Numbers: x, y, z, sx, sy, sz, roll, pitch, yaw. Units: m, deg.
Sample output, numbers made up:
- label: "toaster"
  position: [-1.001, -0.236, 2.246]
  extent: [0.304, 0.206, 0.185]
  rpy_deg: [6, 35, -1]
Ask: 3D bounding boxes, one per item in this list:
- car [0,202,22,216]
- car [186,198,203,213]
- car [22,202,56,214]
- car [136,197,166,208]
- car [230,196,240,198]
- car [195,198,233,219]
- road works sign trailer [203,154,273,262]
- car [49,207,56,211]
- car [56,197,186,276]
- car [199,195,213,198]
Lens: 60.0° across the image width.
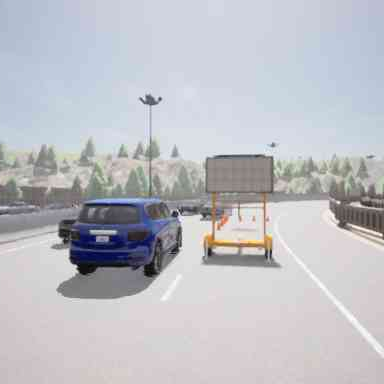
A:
- label: "car"
  position: [-15.976, 1.548, 29.431]
  extent: [1.895, 1.301, 4.718]
  rpy_deg: [0, 0, 16]
- label: "car"
  position: [0.196, 1.526, 33.476]
  extent: [1.895, 1.301, 4.718]
  rpy_deg: [0, 0, 20]
- label: "car"
  position: [-9.993, 1.513, 24.472]
  extent: [1.994, 1.385, 4.181]
  rpy_deg: [0, 0, 14]
- label: "car"
  position: [-5.687, 1.428, 46.640]
  extent: [1.837, 1.490, 4.892]
  rpy_deg: [0, 0, 27]
- label: "car"
  position: [7.742, 1.481, 61.721]
  extent: [1.895, 1.301, 4.718]
  rpy_deg: [0, 0, 38]
- label: "car"
  position: [2.243, 1.479, 28.852]
  extent: [2.033, 1.411, 5.357]
  rpy_deg: [0, 0, 18]
- label: "road works sign trailer"
  position: [1.717, 0.443, 12.123]
  extent: [2.380, 3.560, 2.880]
  rpy_deg: [0, 0, 11]
- label: "car"
  position: [-4.467, 1.471, 15.874]
  extent: [1.837, 1.490, 4.892]
  rpy_deg: [0, 0, 9]
- label: "car"
  position: [-1.754, 1.201, 10.539]
  extent: [2.150, 2.045, 5.566]
  rpy_deg: [0, 0, 8]
- label: "car"
  position: [2.654, 1.398, 66.536]
  extent: [2.128, 1.511, 4.902]
  rpy_deg: [0, 0, 38]
